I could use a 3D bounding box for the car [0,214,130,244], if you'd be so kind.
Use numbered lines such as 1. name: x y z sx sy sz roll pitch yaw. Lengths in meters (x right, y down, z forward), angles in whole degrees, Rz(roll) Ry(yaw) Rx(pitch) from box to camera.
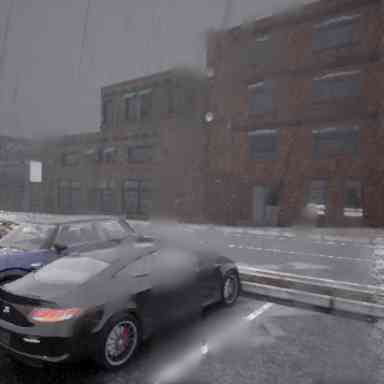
1. car: -3.113 1.348 7.405 2.185 1.767 4.553 0 0 35

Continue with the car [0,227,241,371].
1. car: -0.867 1.516 5.761 2.002 1.452 4.674 0 0 35
